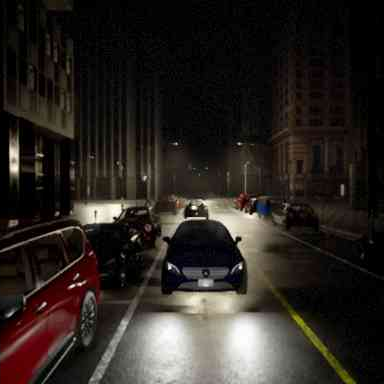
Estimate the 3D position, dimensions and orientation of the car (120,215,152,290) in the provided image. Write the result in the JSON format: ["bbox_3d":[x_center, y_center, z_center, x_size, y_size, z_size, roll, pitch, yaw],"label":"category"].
[{"bbox_3d":[-2.411,1.530,8.944,1.947,1.339,4.313,0,0,0],"label":"car"}]

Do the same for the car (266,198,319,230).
[{"bbox_3d":[6.111,1.361,20.152,1.967,1.590,4.097,0,0,0],"label":"car"}]

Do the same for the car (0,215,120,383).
[{"bbox_3d":[-2.411,1.301,3.342,2.192,1.841,5.009,0,0,0],"label":"car"}]

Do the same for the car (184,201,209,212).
[{"bbox_3d":[0.353,1.458,27.174,1.994,1.385,4.181,0,0,0],"label":"car"}]

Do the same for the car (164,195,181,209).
[{"bbox_3d":[-2.418,1.275,42.557,1.967,1.590,4.097,0,0,0],"label":"car"}]

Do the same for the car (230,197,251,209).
[{"bbox_3d":[6.108,1.386,42.560,2.008,1.369,4.403,0,0,0],"label":"car"}]

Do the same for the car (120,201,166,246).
[{"bbox_3d":[-2.413,1.383,14.546,1.967,1.590,4.097,0,0,0],"label":"car"}]

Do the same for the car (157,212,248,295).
[{"bbox_3d":[0.255,1.491,8.764,1.812,1.442,4.674,0,0,0],"label":"car"}]

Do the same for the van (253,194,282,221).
[{"bbox_3d":[6.110,1.241,25.754,1.690,1.788,3.998,0,0,0],"label":"van"}]

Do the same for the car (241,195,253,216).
[{"bbox_3d":[6.110,1.318,31.355,1.967,1.590,4.097,0,0,0],"label":"car"}]

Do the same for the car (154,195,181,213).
[{"bbox_3d":[-2.416,1.193,31.352,2.192,1.841,5.009,0,0,0],"label":"car"}]

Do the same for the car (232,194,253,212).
[{"bbox_3d":[6.108,1.172,36.957,2.192,1.841,5.009,0,0,0],"label":"car"}]

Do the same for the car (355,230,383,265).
[{"bbox_3d":[6.114,1.531,8.949,1.947,1.339,4.313,0,0,0],"label":"car"}]

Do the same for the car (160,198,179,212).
[{"bbox_3d":[-2.416,1.382,36.785,1.752,1.417,4.829,0,0,0],"label":"car"}]
